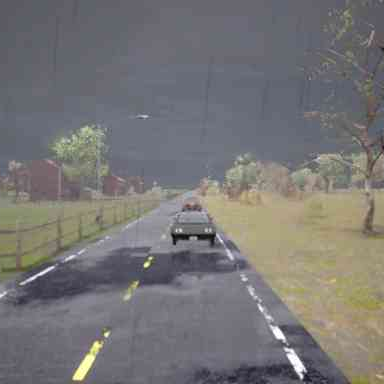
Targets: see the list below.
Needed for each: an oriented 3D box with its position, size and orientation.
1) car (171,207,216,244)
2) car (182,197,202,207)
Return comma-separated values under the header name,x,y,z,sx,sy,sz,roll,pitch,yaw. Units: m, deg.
name,x,y,z,sx,sy,sz,roll,pitch,yaw
car,0.058,1.598,15.749,1.895,1.301,4.718,0,0,0
car,-0.015,1.333,36.632,2.097,1.767,4.553,0,0,0
